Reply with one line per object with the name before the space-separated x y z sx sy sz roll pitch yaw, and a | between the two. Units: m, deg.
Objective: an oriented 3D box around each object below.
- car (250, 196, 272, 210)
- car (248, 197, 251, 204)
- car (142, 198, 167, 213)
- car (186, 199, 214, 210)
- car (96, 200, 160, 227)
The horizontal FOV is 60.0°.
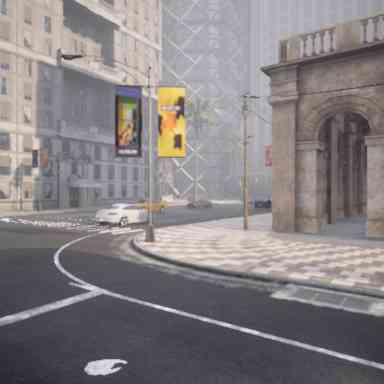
car | 9.819 1.463 42.946 1.882 1.535 5.008 0 0 35
car | 10.540 1.472 56.173 2.128 1.511 4.902 0 0 36
car | -4.721 1.456 34.947 1.882 1.535 5.008 0 0 35
car | 1.025 1.542 43.030 1.994 1.385 4.181 0 0 36
car | -4.452 1.511 22.753 1.812 1.442 4.674 0 0 30
